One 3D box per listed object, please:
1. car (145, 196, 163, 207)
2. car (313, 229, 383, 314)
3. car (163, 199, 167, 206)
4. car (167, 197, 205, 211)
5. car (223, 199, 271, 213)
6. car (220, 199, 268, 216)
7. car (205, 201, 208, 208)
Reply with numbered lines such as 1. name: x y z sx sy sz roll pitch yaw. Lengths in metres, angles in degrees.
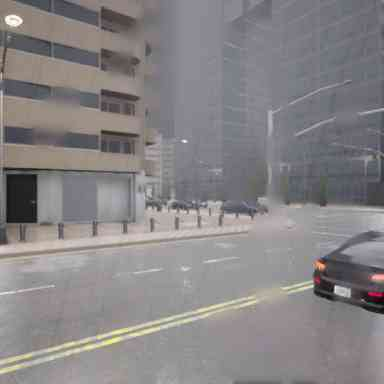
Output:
1. car: -6.673 1.418 48.662 1.882 1.535 5.008 0 0 -35
2. car: 4.440 1.525 6.982 4.674 1.442 1.812 0 0 -35
3. car: -5.740 1.445 53.438 1.837 1.490 4.892 0 0 -35
4. car: -0.828 1.505 40.346 1.994 1.385 4.181 0 0 -35
5. car: 5.976 1.488 36.801 2.033 1.411 5.357 0 0 -36
6. car: 4.993 1.488 32.198 2.033 1.411 5.357 0 0 -36
7. car: 0.156 1.432 45.023 2.128 1.511 4.902 0 0 -35
